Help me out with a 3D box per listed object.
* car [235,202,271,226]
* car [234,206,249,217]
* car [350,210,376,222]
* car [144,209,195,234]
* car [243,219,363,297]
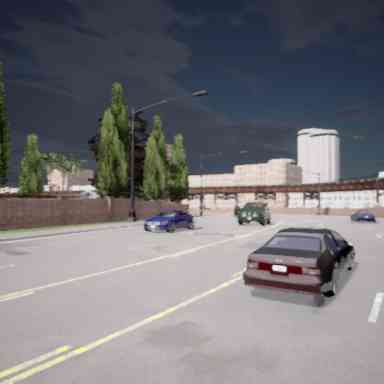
[{"bbox_3d":[5.653,1.885,29.561,2.150,2.045,5.566,0,-2,21],"label":"car"},{"bbox_3d":[9.366,3.693,62.988,2.150,2.045,5.566,0,-3,1],"label":"car"},{"bbox_3d":[19.895,2.816,38.847,1.994,1.385,4.181,0,-3,15],"label":"car"},{"bbox_3d":[-1.387,1.929,22.617,1.812,1.442,4.674,-1,-2,27],"label":"car"},{"bbox_3d":[3.174,1.670,9.069,2.033,1.411,5.357,-1,-1,32],"label":"car"}]
